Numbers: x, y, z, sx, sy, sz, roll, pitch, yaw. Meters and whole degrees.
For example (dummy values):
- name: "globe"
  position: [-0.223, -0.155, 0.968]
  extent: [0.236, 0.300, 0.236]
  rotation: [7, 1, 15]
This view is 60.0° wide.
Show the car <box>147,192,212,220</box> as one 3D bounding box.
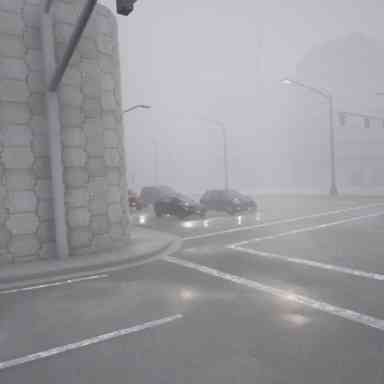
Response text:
- name: "car"
  position: [-0.964, 0.977, 22.855]
  extent: [1.812, 1.442, 4.674]
  rotation: [-5, 3, -35]

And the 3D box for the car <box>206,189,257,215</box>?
- name: "car"
  position: [2.504, 0.571, 23.975]
  extent: [2.097, 1.767, 4.553]
  rotation: [-5, 3, -35]

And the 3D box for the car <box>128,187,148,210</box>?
- name: "car"
  position: [-6.580, 0.672, 30.764]
  extent: [2.150, 2.045, 5.566]
  rotation: [-5, 3, -35]

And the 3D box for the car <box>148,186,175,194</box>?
- name: "car"
  position: [-3.037, 0.439, 31.803]
  extent: [2.150, 2.045, 5.566]
  rotation: [-5, 3, -35]
